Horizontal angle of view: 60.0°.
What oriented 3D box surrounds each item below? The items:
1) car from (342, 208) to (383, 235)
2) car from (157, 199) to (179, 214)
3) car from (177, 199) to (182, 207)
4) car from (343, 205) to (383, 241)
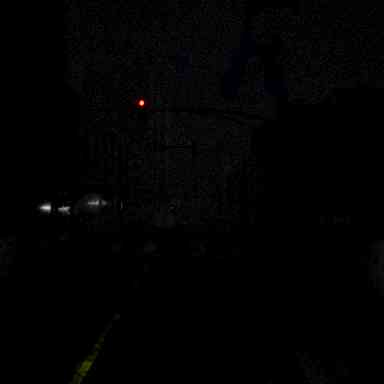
[{"bbox_3d":[12.089,1.840,20.737,4.674,1.442,1.812,1,0,2],"label":"car"},{"bbox_3d":[-2.803,1.769,37.126,1.895,1.301,4.718,0,0,0],"label":"car"},{"bbox_3d":[-2.744,1.961,59.699,1.812,1.442,4.674,0,-1,0],"label":"car"},{"bbox_3d":[10.836,1.626,18.019,5.009,1.841,2.192,1,-1,0],"label":"car"}]
